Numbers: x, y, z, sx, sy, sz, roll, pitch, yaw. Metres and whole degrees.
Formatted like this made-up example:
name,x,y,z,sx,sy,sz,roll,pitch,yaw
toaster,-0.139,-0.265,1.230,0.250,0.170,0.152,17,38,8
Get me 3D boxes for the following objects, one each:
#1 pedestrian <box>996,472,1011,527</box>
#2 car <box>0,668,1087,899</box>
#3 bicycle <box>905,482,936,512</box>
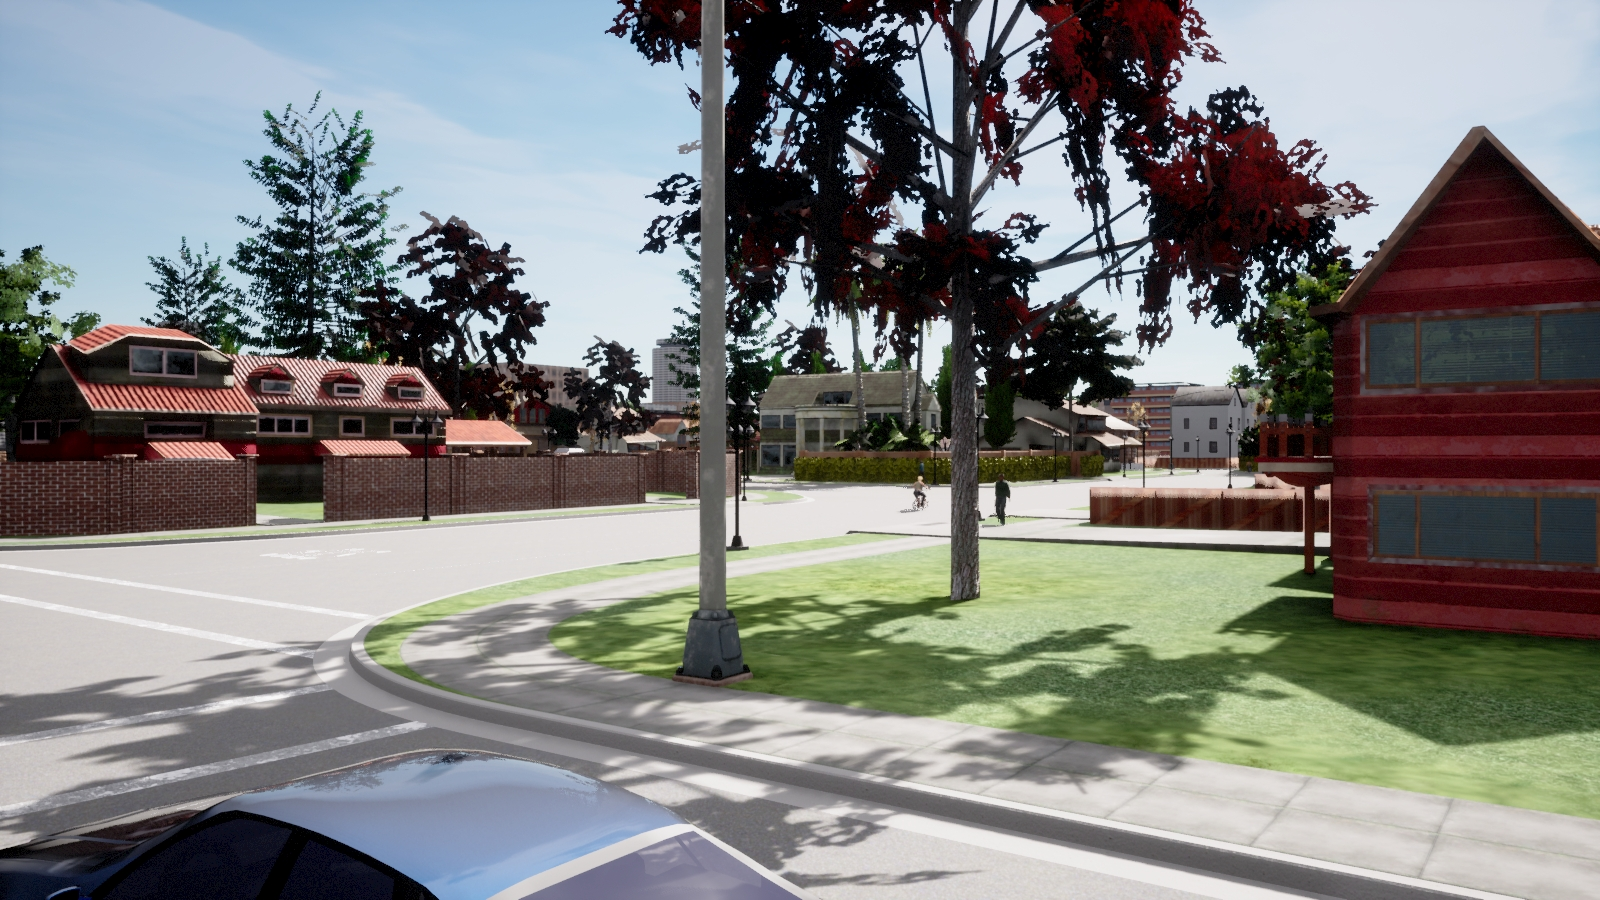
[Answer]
name,x,y,z,sx,sy,sz,roll,pitch,yaw
pedestrian,6.995,1.704,39.250,0.375,1.860,0.375,0,0,35
car,-1.713,2.106,4.943,5.357,1.411,2.033,0,0,36
bicycle,5.558,2.145,52.542,0.859,1.301,1.487,0,0,32
